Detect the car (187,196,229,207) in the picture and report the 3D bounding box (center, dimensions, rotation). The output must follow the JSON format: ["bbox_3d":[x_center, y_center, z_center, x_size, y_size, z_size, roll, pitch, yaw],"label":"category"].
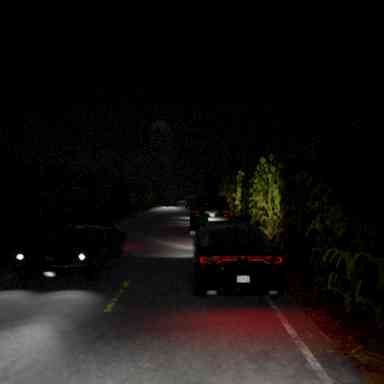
[{"bbox_3d":[0.964,1.216,18.718,2.150,2.045,5.566,0,0,0],"label":"car"}]

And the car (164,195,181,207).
[{"bbox_3d":[-3.279,1.480,51.889,2.128,1.511,4.902,0,0,0],"label":"car"}]

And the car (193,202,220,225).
[{"bbox_3d":[0.965,1.520,24.687,1.812,1.442,4.674,0,0,0],"label":"car"}]

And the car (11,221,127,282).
[{"bbox_3d":[-3.298,1.598,9.921,1.895,1.301,4.718,0,0,0],"label":"car"}]

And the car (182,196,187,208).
[{"bbox_3d":[0.025,1.536,46.780,2.033,1.411,5.357,0,0,1],"label":"car"}]

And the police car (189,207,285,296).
[{"bbox_3d":[0.961,1.423,8.798,1.930,1.638,5.238,0,0,0],"label":"police car"}]
